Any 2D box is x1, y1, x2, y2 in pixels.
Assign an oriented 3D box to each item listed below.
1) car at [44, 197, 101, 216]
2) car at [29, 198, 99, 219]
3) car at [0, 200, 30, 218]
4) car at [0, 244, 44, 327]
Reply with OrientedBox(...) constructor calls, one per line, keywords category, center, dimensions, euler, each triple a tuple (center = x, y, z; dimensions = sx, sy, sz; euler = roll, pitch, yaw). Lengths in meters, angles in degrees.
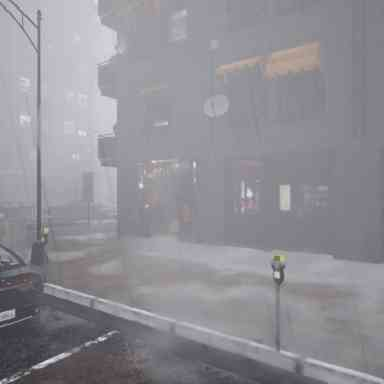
OrientedBox(category="car", center=(-10.862, 1.250, 30.526), dimensions=(1.752, 1.417, 4.829), euler=(1, 1, 35))
OrientedBox(category="car", center=(-10.201, 1.360, 26.981), dimensions=(1.895, 1.301, 4.718), euler=(0, 1, 35))
OrientedBox(category="car", center=(-13.964, 1.350, 26.110), dimensions=(2.008, 1.369, 4.403), euler=(1, 1, 35))
OrientedBox(category="car", center=(-4.456, 1.551, 6.073), dimensions=(4.403, 1.369, 2.008), euler=(0, 0, 36))
